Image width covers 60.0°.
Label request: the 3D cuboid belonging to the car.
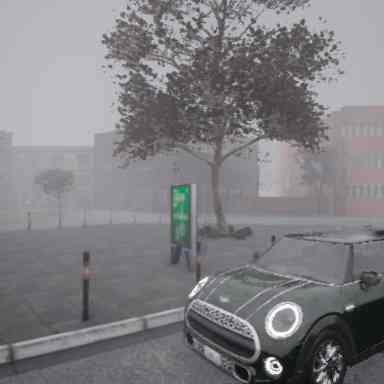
[{"bbox_3d":[2.105,1.431,5.350,4.553,1.767,2.097,1,-1,-34],"label":"car"}]
